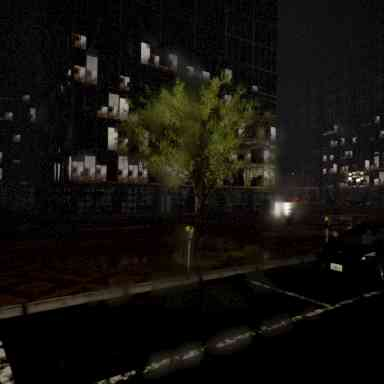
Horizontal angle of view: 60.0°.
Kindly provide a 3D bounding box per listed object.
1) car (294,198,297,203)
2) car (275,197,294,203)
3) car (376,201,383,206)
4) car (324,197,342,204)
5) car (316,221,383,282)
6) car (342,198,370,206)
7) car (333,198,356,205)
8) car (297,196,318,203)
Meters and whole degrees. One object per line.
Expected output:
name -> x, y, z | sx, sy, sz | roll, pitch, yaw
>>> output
car -> 27.377, 2.176, 88.279 | 1.802, 1.307, 4.206 | 1, -1, -20
car -> 21.918, 1.842, 80.291 | 1.967, 1.590, 4.097 | 1, -1, -20
car -> 36.955, 1.937, 62.179 | 1.752, 1.417, 4.829 | 1, -1, -20
car -> 27.697, 1.732, 64.543 | 1.967, 1.590, 4.097 | 1, -1, -20
car -> 5.555, 1.581, 9.819 | 4.313, 1.339, 1.947 | 0, 1, -34
car -> 29.622, 1.806, 59.292 | 2.008, 1.369, 4.403 | 1, -1, -20
car -> 33.159, 2.035, 72.523 | 2.008, 1.369, 4.403 | 1, -1, -20
car -> 29.308, 1.873, 83.030 | 2.192, 1.841, 5.009 | 1, -1, -20
